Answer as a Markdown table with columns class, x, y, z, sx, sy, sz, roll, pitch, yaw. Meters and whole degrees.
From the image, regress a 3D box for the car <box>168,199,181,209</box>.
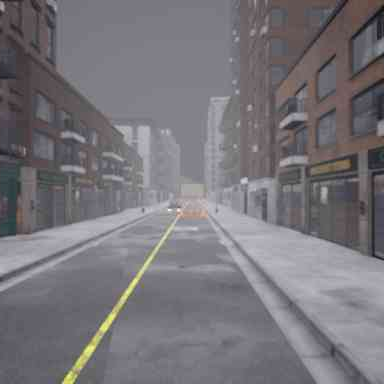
| class | x | y | z | sx | sy | sz | roll | pitch | yaw |
| --- | --- | --- | --- | --- | --- | --- | --- | --- | --- |
| car | -3.030 | 2.058 | 57.920 | 2.097 | 1.767 | 4.553 | 0 | -1 | 0 |

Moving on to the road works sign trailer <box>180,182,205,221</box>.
| class | x | y | z | sx | sy | sz | roll | pitch | yaw |
| --- | --- | --- | --- | --- | --- | --- | --- | --- | --- |
| road works sign trailer | 0.012 | 0.860 | 31.785 | 2.380 | 3.560 | 2.880 | 0 | -1 | 0 |
